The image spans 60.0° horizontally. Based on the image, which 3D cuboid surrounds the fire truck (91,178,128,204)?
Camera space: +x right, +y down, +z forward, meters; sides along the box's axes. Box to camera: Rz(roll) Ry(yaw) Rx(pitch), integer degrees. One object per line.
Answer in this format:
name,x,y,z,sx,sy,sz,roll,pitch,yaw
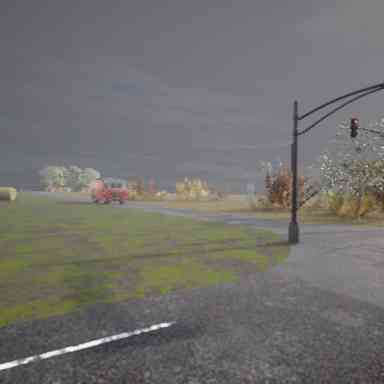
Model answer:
fire truck,-12.502,-0.204,49.532,2.891,3.827,8.468,2,0,-32
